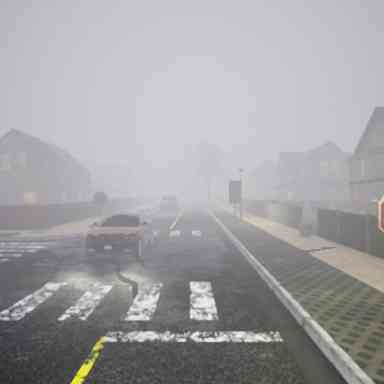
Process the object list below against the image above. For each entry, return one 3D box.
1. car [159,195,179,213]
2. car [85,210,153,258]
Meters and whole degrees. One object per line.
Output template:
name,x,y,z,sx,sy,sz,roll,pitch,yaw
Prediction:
car,-2.665,1.393,39.462,2.150,2.045,5.566,0,1,0
car,-2.716,1.527,13.249,1.882,1.535,5.008,0,0,0
